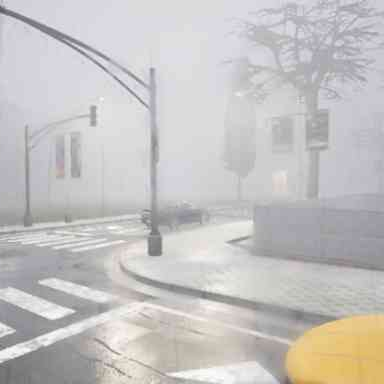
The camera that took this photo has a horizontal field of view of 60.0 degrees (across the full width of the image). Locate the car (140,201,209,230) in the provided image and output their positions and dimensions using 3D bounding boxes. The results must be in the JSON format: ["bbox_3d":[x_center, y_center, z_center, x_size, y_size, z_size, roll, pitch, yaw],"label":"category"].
[{"bbox_3d":[-0.827,1.251,18.979,2.128,1.511,4.902,-1,0,34],"label":"car"}]

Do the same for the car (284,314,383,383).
[{"bbox_3d":[3.019,1.475,1.831,5.008,1.535,1.882,-1,0,36],"label":"car"}]
